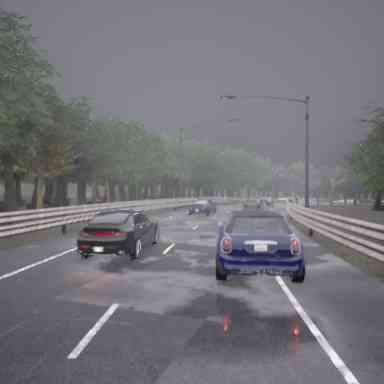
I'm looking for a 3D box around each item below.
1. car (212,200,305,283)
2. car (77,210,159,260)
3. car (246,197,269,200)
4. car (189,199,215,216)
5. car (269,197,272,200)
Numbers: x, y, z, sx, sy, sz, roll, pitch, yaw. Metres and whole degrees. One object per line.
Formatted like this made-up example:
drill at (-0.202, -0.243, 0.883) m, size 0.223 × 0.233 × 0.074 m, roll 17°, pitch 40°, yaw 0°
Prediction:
car at (1.782, 1.282, 9.706) m, size 2.097 × 1.767 × 4.553 m, roll 0°, pitch 0°, yaw 6°
car at (-2.482, 1.415, 12.158) m, size 1.837 × 1.490 × 4.892 m, roll 0°, pitch 0°, yaw 6°
car at (7.162, 1.384, 38.440) m, size 2.128 × 1.511 × 4.902 m, roll 0°, pitch 0°, yaw 20°
car at (1.027, 1.385, 30.388) m, size 1.812 × 1.442 × 4.674 m, roll 0°, pitch 0°, yaw 15°
car at (10.652, 1.445, 48.124) m, size 1.837 × 1.490 × 4.892 m, roll 0°, pitch 0°, yaw 25°
